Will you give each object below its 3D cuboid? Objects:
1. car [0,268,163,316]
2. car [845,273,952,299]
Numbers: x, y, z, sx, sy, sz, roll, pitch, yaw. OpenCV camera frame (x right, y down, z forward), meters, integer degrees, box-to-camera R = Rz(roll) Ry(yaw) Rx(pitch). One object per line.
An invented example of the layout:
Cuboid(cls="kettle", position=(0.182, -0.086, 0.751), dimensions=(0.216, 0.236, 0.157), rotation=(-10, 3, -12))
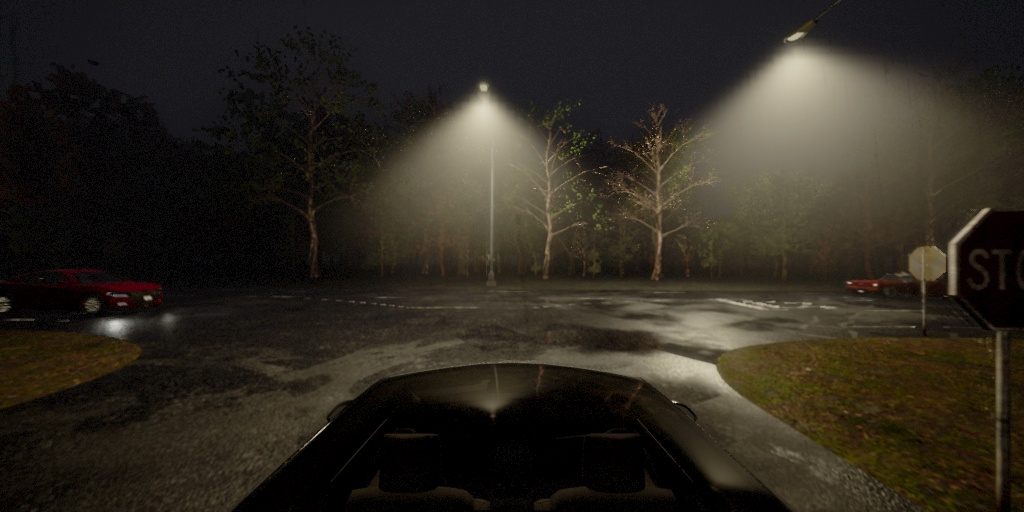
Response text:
Cuboid(cls="car", position=(-15.439, 1.207, 12.818), dimensions=(5.008, 1.535, 1.882), rotation=(0, 0, 2))
Cuboid(cls="car", position=(21.042, 1.592, 19.317), dimensions=(4.718, 1.301, 1.895), rotation=(0, 0, 1))
